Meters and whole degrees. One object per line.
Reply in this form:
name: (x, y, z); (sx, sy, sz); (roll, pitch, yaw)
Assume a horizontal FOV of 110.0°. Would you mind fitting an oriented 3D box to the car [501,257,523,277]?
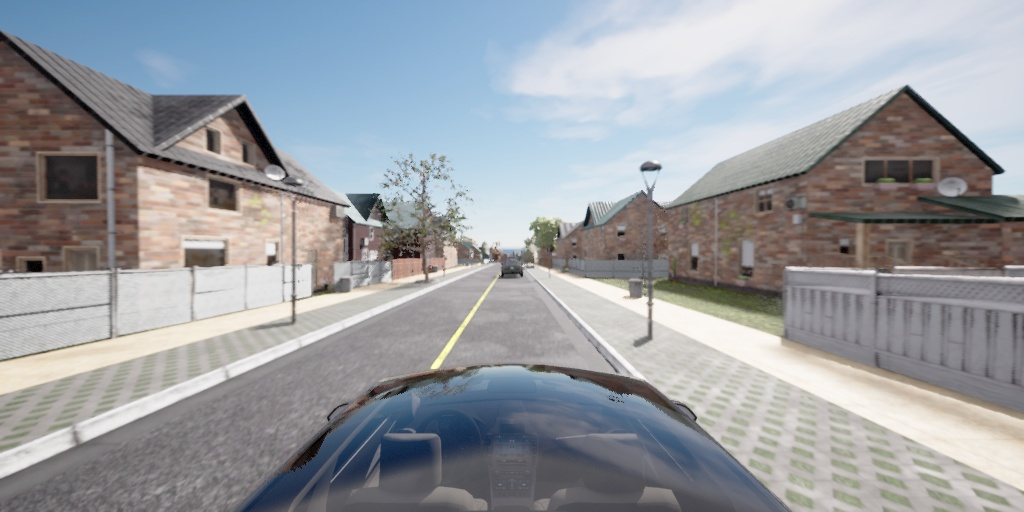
car: (0.020, 1.089, 34.830); (2.097, 1.767, 4.553); (0, 0, 0)
